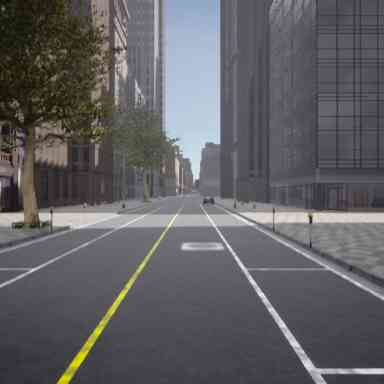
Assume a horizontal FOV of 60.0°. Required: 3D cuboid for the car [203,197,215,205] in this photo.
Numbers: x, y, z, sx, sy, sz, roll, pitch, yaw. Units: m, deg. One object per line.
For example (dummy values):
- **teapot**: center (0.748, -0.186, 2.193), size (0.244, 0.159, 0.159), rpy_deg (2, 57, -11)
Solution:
- **car**: center (3.000, 1.570, 59.769), size (1.882, 1.535, 5.008), rpy_deg (0, 0, 0)
